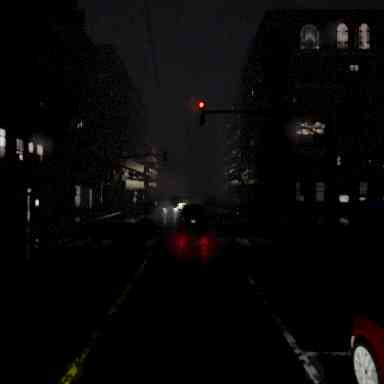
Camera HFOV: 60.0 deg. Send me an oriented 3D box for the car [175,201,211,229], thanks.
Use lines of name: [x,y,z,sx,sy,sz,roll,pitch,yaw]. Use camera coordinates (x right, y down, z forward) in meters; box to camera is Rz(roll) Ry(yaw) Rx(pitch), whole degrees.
car: [0.088,1.526,21.732,1.812,1.442,4.674,0,0,0]

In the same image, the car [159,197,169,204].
car: [-5.694,1.612,67.709,1.802,1.307,4.206,-1,0,0]

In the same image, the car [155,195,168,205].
car: [-5.696,1.465,62.181,1.967,1.590,4.097,-1,0,0]

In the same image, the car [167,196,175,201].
car: [-5.692,1.637,89.821,1.802,1.307,4.206,-1,0,0]

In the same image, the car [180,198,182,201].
car: [-3.037,1.553,64.623,1.812,1.442,4.674,0,0,1]

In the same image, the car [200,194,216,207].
car: [2.684,1.456,51.120,1.967,1.590,4.097,-1,0,0]

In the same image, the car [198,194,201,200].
car: [2.687,1.581,67.703,2.008,1.369,4.403,-1,0,0]

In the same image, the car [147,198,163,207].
car: [-5.695,1.582,51.125,1.947,1.339,4.313,0,0,0]

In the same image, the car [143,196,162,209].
car: [-5.695,1.563,45.598,2.008,1.369,4.403,0,0,0]

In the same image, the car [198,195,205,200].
car: [2.688,1.607,95.343,1.887,1.381,4.507,-1,0,0]

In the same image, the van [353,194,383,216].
van: [15.642,1.037,27.690,3.998,1.788,1.690,-1,1,-1]

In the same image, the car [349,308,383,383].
car: [2.682,1.544,2.120,1.887,1.381,4.507,0,0,0]

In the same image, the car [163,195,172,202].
car: [-5.693,1.567,78.595,1.752,1.417,4.829,-1,0,0]

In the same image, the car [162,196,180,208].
car: [-3.090,1.540,48.292,1.812,1.442,4.674,0,0,0]

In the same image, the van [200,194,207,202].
van: [2.685,1.383,78.759,1.690,1.788,3.998,-1,0,0]
